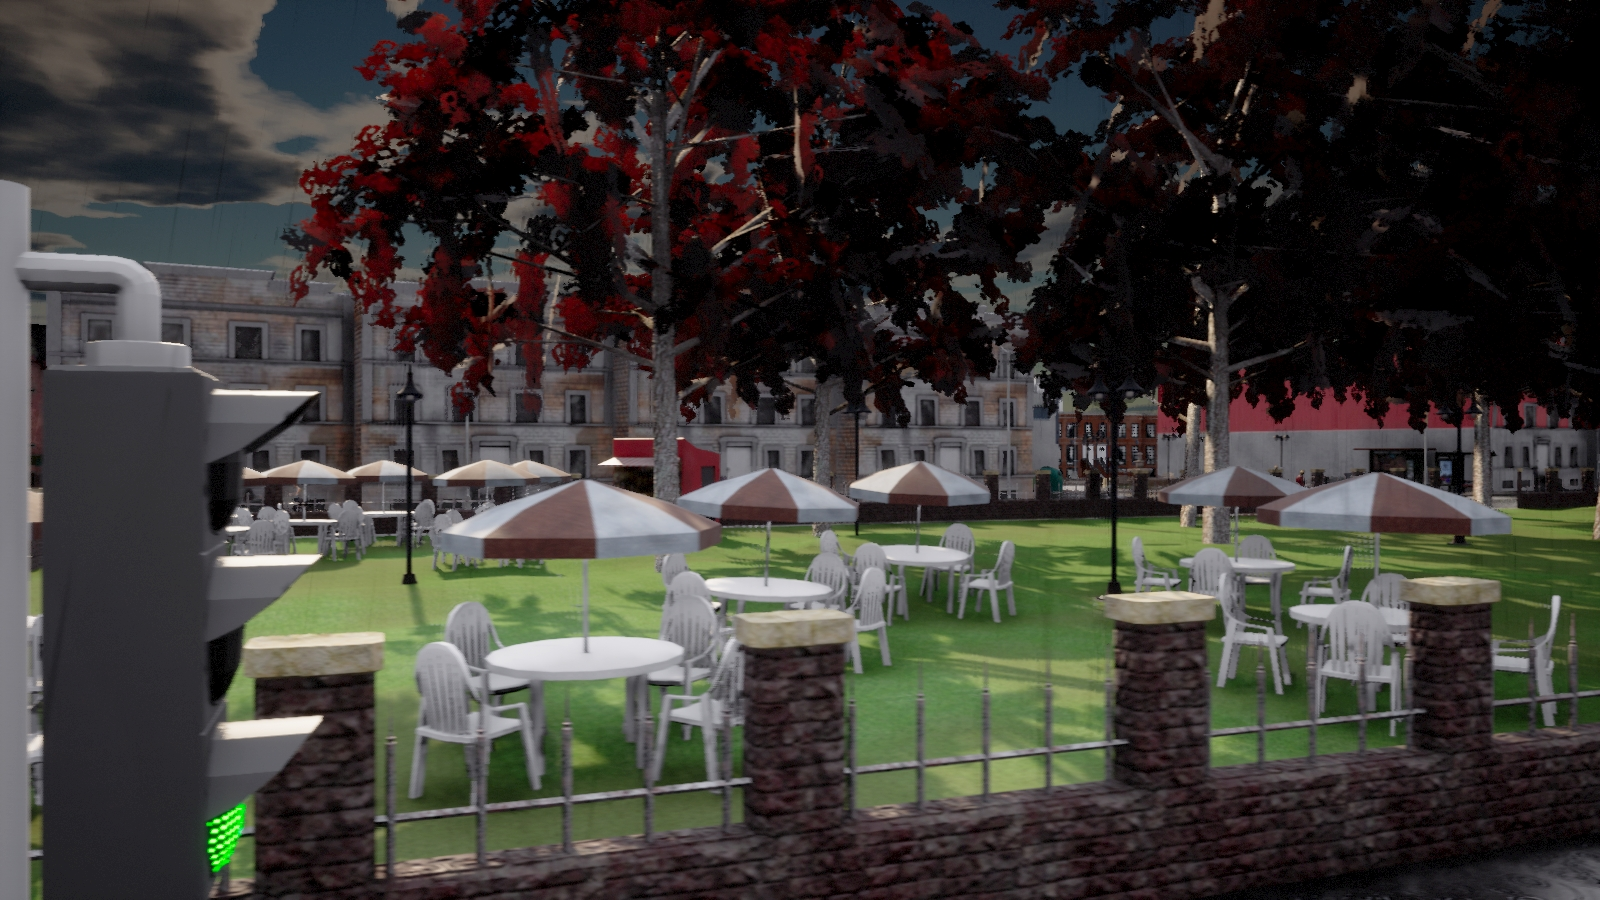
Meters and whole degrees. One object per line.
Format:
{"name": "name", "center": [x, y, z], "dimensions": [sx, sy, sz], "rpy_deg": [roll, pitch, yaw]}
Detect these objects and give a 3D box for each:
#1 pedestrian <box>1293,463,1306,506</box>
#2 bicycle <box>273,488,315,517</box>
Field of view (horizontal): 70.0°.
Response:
{"name": "pedestrian", "center": [22.201, 1.526, 50.751], "dimensions": [0.375, 1.860, 0.375], "rpy_deg": [0, 0, -20]}
{"name": "bicycle", "center": [-19.813, 2.036, 44.759], "dimensions": [1.487, 1.080, 0.859], "rpy_deg": [0, 0, -21]}
